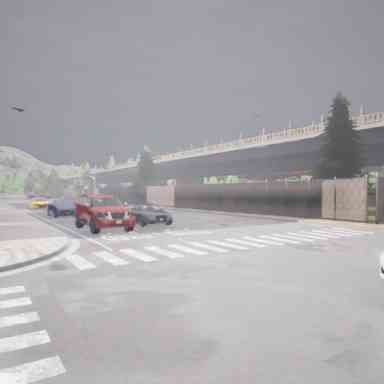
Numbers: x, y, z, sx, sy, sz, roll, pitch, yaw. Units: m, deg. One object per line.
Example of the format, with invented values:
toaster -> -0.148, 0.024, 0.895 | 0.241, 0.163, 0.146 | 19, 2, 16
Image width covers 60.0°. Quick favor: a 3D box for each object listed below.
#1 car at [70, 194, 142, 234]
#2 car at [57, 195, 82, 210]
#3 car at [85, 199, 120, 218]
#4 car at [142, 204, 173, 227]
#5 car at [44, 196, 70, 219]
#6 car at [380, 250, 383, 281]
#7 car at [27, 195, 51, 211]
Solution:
car -> -5.159, 1.164, 19.176 | 2.150, 2.045, 5.566 | 0, 0, -32
car -> -15.931, 1.294, 43.084 | 2.097, 1.767, 4.553 | 0, 0, -32
car -> -8.501, 1.449, 31.158 | 1.837, 1.490, 4.892 | 0, 0, -32
car -> -2.942, 1.509, 22.245 | 1.994, 1.385, 4.181 | 0, 0, -32
car -> -11.371, 1.421, 29.147 | 1.882, 1.535, 5.008 | 0, 1, -32
car -> 6.756, 1.247, 7.729 | 5.566, 2.045, 2.150 | 0, 0, -32
car -> -18.721, 1.419, 40.945 | 1.882, 1.535, 5.008 | 0, 0, -32
